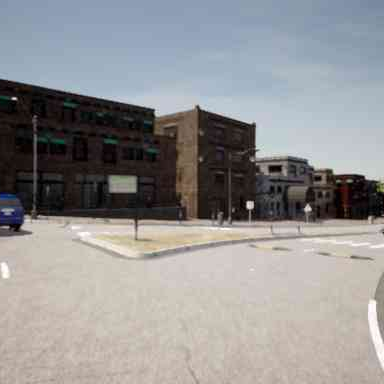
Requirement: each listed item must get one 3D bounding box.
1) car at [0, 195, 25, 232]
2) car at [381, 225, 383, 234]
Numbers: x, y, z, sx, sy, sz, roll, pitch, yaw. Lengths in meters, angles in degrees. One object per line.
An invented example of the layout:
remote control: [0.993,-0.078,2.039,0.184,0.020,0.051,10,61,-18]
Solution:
car: [-11.564,1.155,18.650,5.566,2.045,2.150,1,-1,37]
car: [23.252,4.175,38.204,2.033,1.411,5.357,0,-4,41]
